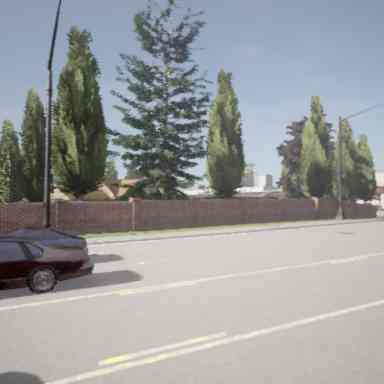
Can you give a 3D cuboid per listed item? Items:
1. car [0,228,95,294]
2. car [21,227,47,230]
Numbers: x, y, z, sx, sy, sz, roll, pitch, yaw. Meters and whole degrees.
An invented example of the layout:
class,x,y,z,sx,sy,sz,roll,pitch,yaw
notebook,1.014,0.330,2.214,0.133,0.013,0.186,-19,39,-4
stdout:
class,x,y,z,sx,sy,sz,roll,pitch,yaw
car,-5.305,1.867,8.455,5.357,1.411,2.033,0,-2,-27
car,-5.938,1.987,12.090,4.181,1.385,1.994,0,-2,-28
